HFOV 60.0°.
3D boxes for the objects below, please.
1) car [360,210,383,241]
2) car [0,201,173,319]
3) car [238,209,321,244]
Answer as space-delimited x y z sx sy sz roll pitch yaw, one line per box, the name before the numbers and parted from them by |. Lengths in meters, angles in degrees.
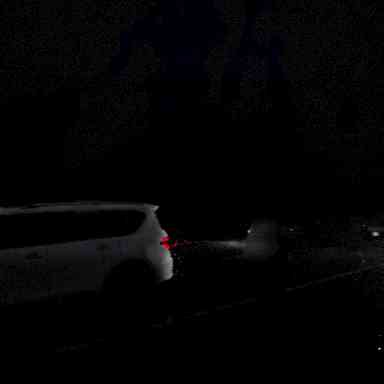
car | 9.537 1.428 15.090 4.902 1.511 2.128 -1 1 -35
car | -2.990 1.220 6.103 5.566 2.045 2.150 0 0 -36
car | 4.130 1.521 15.535 4.181 1.385 1.994 0 0 -35
